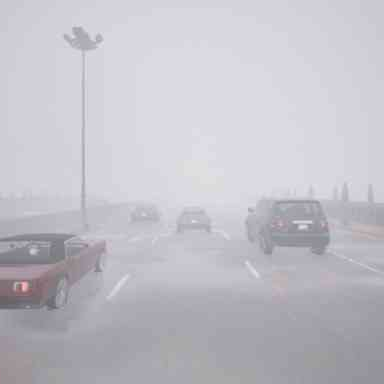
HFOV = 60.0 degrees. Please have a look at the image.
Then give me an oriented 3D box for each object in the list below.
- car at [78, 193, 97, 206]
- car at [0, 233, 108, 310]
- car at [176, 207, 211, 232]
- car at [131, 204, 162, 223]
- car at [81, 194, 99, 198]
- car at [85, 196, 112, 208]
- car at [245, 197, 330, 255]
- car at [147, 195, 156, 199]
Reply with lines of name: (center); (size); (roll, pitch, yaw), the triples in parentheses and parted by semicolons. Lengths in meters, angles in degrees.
car: (-17.379, 1.228, 56.565); (2.150, 2.045, 5.566); (0, 0, 2)
car: (-3.401, 1.602, 7.744); (1.895, 1.301, 4.718); (0, 0, 0)
car: (0.101, 1.566, 20.107); (1.994, 1.385, 4.181); (0, 0, 0)
car: (-3.397, 1.567, 25.411); (1.994, 1.385, 4.181); (0, 0, 0)
car: (-14.018, 1.498, 48.827); (2.128, 1.511, 4.902); (0, 0, 1)
car: (-10.581, 1.509, 38.666); (1.837, 1.490, 4.892); (0, 0, 0)
car: (3.601, 1.223, 13.483); (2.150, 2.045, 5.566); (0, 0, 0)
car: (-9.682, 1.481, 80.111); (1.837, 1.490, 4.892); (0, 0, 2)
